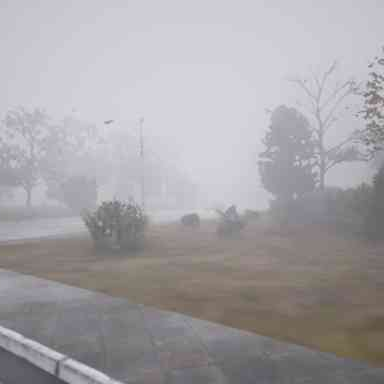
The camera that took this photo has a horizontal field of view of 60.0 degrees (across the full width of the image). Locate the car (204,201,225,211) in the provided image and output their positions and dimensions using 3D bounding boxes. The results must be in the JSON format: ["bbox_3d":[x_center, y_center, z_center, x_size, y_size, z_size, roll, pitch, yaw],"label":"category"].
[{"bbox_3d":[3.743,2.271,54.426,2.128,1.511,4.902,-2,-2,32],"label":"car"}]
